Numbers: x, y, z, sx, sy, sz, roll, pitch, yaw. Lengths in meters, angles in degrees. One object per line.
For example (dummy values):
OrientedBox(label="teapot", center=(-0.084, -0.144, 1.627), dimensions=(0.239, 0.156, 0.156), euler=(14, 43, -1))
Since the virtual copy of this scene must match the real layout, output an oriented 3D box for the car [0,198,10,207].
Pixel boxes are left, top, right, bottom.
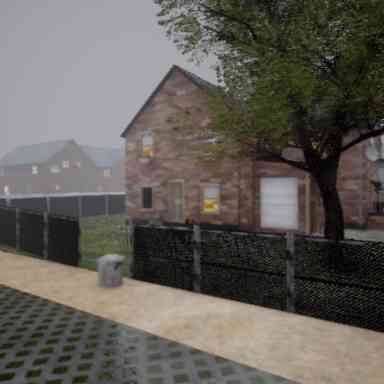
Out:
OrientedBox(label="car", center=(-13.152, 1.173, 23.282), dimensions=(2.128, 1.511, 4.902), euler=(0, 1, 34))
